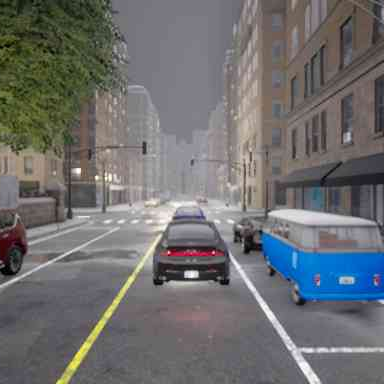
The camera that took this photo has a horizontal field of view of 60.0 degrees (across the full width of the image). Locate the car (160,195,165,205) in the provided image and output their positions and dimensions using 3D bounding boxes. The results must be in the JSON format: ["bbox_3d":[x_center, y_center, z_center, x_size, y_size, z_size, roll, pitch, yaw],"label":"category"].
[{"bbox_3d":[-6.247,1.722,56.869,2.008,1.369,4.403,0,0,-1],"label":"car"}]

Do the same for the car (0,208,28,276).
[{"bbox_3d":[-5.745,1.342,7.733,2.192,1.841,5.009,0,0,-1],"label":"car"}]

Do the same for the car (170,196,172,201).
[{"bbox_3d":[-6.471,1.801,78.671,2.008,1.369,4.403,0,0,-1],"label":"car"}]

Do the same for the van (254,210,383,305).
[{"bbox_3d":[2.779,1.368,7.861,1.690,1.788,3.998,0,0,-1],"label":"van"}]

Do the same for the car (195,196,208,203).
[{"bbox_3d":[2.164,1.649,67.894,1.967,1.590,4.097,0,0,-1],"label":"car"}]

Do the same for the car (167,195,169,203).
[{"bbox_3d":[-6.359,1.754,67.770,1.887,1.381,4.507,0,0,-1],"label":"car"}]

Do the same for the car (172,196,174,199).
[{"bbox_3d":[-6.527,1.586,84.123,2.192,1.841,5.009,0,0,-1],"label":"car"}]

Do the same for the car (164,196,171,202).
[{"bbox_3d":[-6.581,1.818,89.402,1.752,1.417,4.829,0,0,-1],"label":"car"}]

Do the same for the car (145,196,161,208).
[{"bbox_3d":[-6.190,1.679,51.249,1.752,1.417,4.829,0,0,-1],"label":"car"}]

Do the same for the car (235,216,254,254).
[{"bbox_3d":[2.722,1.611,13.520,1.947,1.339,4.313,0,0,-1],"label":"car"}]

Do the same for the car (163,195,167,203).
[{"bbox_3d":[-6.303,1.735,62.320,1.887,1.381,4.507,0,0,-1],"label":"car"}]

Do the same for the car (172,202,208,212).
[{"bbox_3d":[-0.159,1.540,19.090,1.882,1.535,5.008,0,0,0],"label":"car"}]

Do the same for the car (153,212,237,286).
[{"bbox_3d":[-0.024,1.536,9.533,1.837,1.490,4.892,0,0,0],"label":"car"}]
